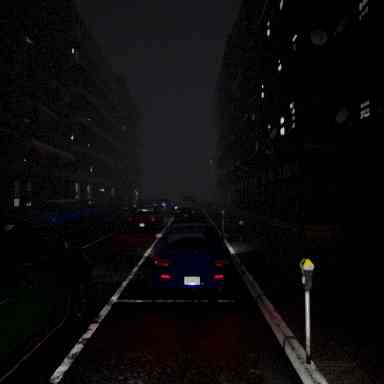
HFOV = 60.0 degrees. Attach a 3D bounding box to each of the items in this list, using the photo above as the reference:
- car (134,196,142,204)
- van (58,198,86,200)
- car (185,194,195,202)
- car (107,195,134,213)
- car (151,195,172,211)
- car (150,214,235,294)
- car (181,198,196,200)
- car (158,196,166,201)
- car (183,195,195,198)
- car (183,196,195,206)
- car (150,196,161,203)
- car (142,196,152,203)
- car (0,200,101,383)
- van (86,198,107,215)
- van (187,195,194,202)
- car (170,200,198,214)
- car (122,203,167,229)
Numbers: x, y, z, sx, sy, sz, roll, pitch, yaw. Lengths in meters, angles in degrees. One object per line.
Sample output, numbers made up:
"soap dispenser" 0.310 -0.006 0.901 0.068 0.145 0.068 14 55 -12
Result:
"car" -8.315 1.379 42.875 2.192 1.841 5.009 1 0 0
"van" -8.313 1.359 20.753 1.690 1.788 3.998 2 0 0
"car" -0.474 1.521 81.536 2.192 1.841 5.009 1 0 0
"car" -8.314 1.365 37.346 2.192 1.841 5.009 1 0 0
"car" -3.023 1.403 37.878 2.097 1.767 4.553 0 0 0
"car" 0.002 1.531 8.653 1.812 1.442 4.674 0 0 0
"car" -0.439 1.582 31.754 1.887 1.381 4.507 1 0 0
"car" -8.328 1.847 92.652 1.802 1.307 4.206 1 0 0
"car" -0.430 1.490 37.286 1.967 1.590 4.097 1 0 0
"car" -0.474 1.553 59.411 1.967 1.590 4.097 1 0 0
"car" -8.325 1.725 76.058 1.887 1.381 4.507 1 0 0
"car" -5.774 1.628 46.796 1.837 1.490 4.892 0 0 0
"car" -2.919 1.223 3.762 2.150 2.045 5.566 0 0 0
"van" -8.314 1.368 26.285 1.690 1.788 3.998 1 0 0
"van" -0.476 1.575 87.068 1.690 1.788 3.998 1 0 0
"car" -0.438 1.572 26.224 1.887 1.381 4.507 1 0 0
"car" -2.926 1.619 21.531 1.895 1.301 4.718 0 0 0
